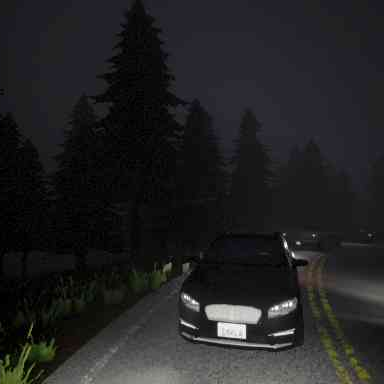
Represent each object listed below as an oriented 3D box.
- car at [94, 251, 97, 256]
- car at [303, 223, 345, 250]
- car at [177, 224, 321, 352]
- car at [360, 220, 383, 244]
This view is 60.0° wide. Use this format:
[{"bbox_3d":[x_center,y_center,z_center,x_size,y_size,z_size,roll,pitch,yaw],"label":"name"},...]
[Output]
[{"bbox_3d":[-20.234,13.650,72.989,4.181,1.381,1.994,-2,-5,31],"label":"car"},{"bbox_3d":[6.511,2.309,17.707,1.895,1.301,4.718,-3,-6,39],"label":"car"},{"bbox_3d":[1.136,1.562,6.612,2.128,1.511,4.902,-1,-2,15],"label":"car"},{"bbox_3d":[15.862,3.226,26.463,5.566,2.045,2.150,8,-8,-28],"label":"car"}]
